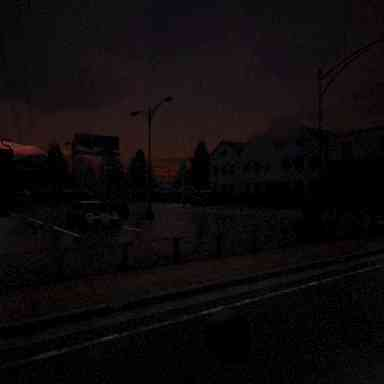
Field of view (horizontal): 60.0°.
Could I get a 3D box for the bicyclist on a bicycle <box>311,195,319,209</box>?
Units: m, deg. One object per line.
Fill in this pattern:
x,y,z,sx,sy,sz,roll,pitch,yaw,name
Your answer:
13.626,1.124,36.816,1.656,1.620,0.582,0,0,-35,bicyclist on a bicycle

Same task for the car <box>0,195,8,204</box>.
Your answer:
-39.242,1.495,66.078,4.611,1.667,2.242,0,0,-36,car

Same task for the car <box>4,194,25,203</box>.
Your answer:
-39.017,1.328,73.206,3.866,1.878,1.905,0,0,-36,car

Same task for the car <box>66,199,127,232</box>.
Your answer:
-5.347,1.248,17.869,1.970,1.475,3.806,0,0,-36,car

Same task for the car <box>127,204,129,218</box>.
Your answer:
-6.480,1.313,25.732,2.007,1.523,4.514,0,0,-36,car

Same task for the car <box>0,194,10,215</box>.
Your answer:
-17.955,1.113,29.821,1.932,1.855,4.605,0,0,-36,car

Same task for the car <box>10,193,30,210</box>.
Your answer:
-19.870,1.092,38.130,1.905,1.878,3.866,0,0,-36,car

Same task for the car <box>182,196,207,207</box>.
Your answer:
0.407,1.349,48.836,1.812,1.442,4.674,0,0,-36,car
